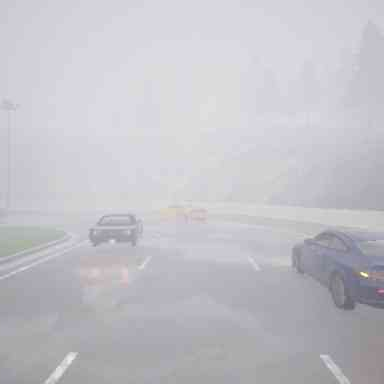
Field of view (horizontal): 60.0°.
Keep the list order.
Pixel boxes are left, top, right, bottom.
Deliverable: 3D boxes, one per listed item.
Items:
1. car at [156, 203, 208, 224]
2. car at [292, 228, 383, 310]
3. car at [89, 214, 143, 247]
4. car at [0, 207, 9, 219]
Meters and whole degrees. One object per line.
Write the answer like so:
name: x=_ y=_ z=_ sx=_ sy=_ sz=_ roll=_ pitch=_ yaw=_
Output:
car: x=-0.927 y=1.605 z=26.347 sx=1.882 sy=1.535 sz=5.008 roll=1 pitch=-1 yaw=-41
car: x=3.774 y=1.565 z=7.754 sx=1.812 sy=1.442 sz=4.674 roll=0 pitch=0 yaw=1
car: x=-3.355 y=1.676 z=15.527 sx=1.895 sy=1.301 sz=4.718 roll=0 pitch=0 yaw=-4
car: x=-17.446 y=1.652 z=26.922 sx=4.674 sy=1.442 sz=1.812 roll=0 pitch=-1 yaw=-17
